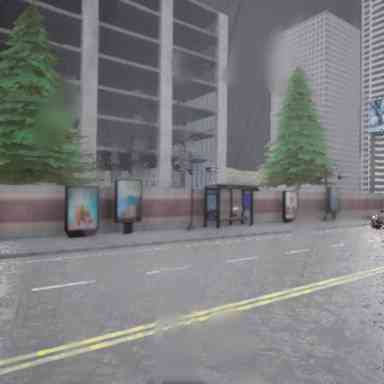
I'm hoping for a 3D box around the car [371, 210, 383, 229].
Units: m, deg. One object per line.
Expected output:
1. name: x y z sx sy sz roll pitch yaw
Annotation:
1. car: 14.157 1.673 22.587 4.553 1.767 2.097 1 -1 -36
